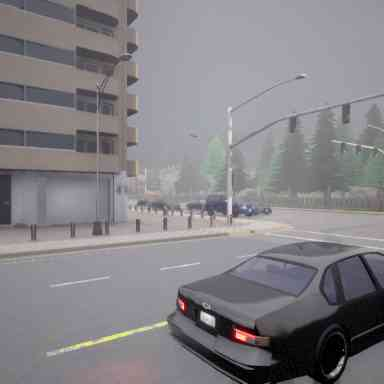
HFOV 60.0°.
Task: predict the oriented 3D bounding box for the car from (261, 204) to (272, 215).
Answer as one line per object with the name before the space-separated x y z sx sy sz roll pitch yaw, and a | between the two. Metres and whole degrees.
car | 6.127 1.619 33.990 1.994 1.385 4.181 0 0 -36

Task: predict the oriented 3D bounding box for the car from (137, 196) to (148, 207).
car | -6.700 1.412 51.822 2.097 1.767 4.553 0 0 -36

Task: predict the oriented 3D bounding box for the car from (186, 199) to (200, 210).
car | 1.095 1.581 40.991 1.812 1.442 4.674 0 0 -36

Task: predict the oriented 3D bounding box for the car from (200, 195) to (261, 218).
car | 3.506 1.277 31.639 2.150 2.045 5.566 0 0 -36

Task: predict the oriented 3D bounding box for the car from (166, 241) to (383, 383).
car | 2.238 1.547 5.377 5.357 1.411 2.033 0 0 -35

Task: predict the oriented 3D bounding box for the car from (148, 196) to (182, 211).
car | -3.125 1.559 40.848 1.837 1.490 4.892 0 0 -36
